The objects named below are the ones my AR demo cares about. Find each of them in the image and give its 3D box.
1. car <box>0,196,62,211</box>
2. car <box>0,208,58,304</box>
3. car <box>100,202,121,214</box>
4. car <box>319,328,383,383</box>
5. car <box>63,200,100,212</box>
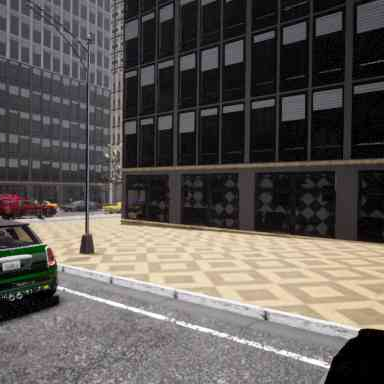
[{"bbox_3d":[-14.913,1.519,30.138,2.192,1.841,5.009,1,0,37],"label":"car"},{"bbox_3d":[-4.984,1.348,7.248,4.553,1.767,2.097,0,0,36],"label":"car"},{"bbox_3d":[-8.098,1.830,39.337,1.752,1.417,4.829,1,0,37],"label":"car"},{"bbox_3d":[3.014,1.601,1.529,4.718,1.301,1.895,0,0,36],"label":"car"},{"bbox_3d":[-13.711,1.745,41.475,2.033,1.411,5.357,1,0,37],"label":"car"}]
